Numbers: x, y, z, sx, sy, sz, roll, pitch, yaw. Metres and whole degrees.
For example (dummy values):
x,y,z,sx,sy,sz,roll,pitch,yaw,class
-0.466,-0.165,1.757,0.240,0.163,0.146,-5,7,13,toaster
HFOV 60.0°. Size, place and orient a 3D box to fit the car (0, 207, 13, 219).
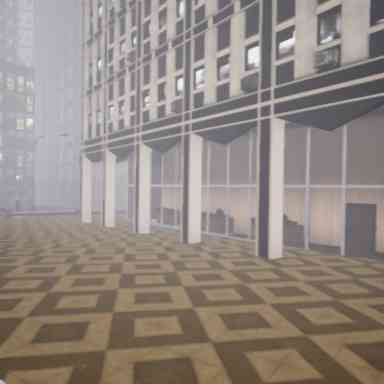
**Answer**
x,y,z,sx,sy,sz,roll,pitch,yaw,class
-17.323,1.581,27.700,4.181,1.385,1.994,0,1,-41,car
